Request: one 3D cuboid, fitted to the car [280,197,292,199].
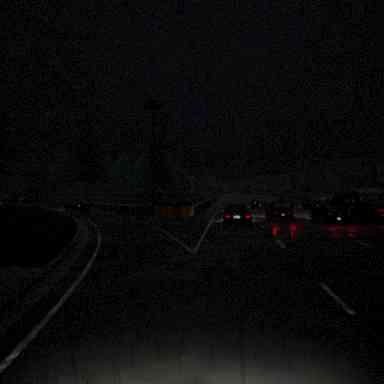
[{"bbox_3d":[12.368,1.395,44.386,1.882,1.535,5.008,0,0,6],"label":"car"}]

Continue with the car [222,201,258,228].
[{"bbox_3d":[2.982,1.520,22.210,2.033,1.411,5.357,0,0,6],"label":"car"}]

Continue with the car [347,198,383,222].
[{"bbox_3d":[13.871,1.428,25.317,1.837,1.490,4.892,0,0,6],"label":"car"}]

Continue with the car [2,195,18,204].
[{"bbox_3d":[-37.748,1.471,69.005,2.097,1.767,4.553,0,0,-44],"label":"car"}]

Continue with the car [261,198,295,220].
[{"bbox_3d":[7.010,1.478,27.001,1.812,1.442,4.674,0,0,6],"label":"car"}]

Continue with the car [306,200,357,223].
[{"bbox_3d":[10.322,1.540,25.032,1.895,1.301,4.718,0,0,6],"label":"car"}]

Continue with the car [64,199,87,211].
[{"bbox_3d":[-14.562,1.599,41.359,1.994,1.385,4.181,0,0,-33],"label":"car"}]

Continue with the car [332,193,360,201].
[{"bbox_3d":[19.079,1.112,41.391,2.150,2.045,5.566,0,0,6],"label":"car"}]

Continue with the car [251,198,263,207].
[{"bbox_3d":[8.840,1.458,44.287,1.812,1.442,4.674,0,0,6],"label":"car"}]

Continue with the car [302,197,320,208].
[{"bbox_3d":[15.800,1.429,43.540,1.812,1.442,4.674,0,0,6],"label":"car"}]
